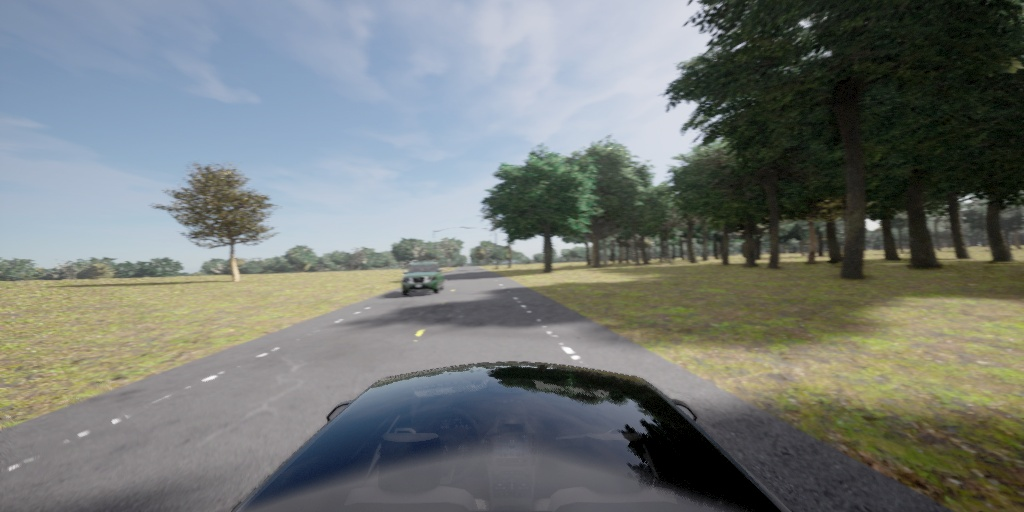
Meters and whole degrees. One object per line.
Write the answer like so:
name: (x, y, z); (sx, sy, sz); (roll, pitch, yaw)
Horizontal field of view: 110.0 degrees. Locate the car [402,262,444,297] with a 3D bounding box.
car: (-5.790, 1.434, 23.776); (2.150, 2.045, 5.566); (-3, 0, -6)
